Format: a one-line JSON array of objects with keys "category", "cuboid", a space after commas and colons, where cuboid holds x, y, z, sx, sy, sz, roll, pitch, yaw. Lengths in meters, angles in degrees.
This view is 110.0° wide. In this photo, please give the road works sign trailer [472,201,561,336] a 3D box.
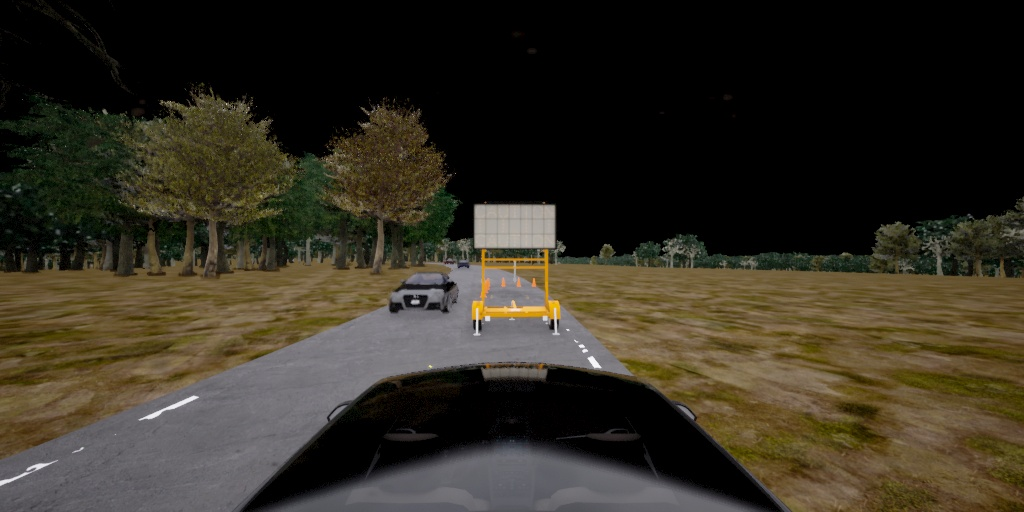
[{"category": "road works sign trailer", "cuboid": [0.079, 0.214, 10.447, 2.380, 3.560, 2.880, 0, 0, -2]}]

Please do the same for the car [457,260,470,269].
[{"category": "car", "cuboid": [-7.646, 1.308, 56.563, 2.033, 1.411, 5.357, 0, 0, -11]}]

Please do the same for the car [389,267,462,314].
[{"category": "car", "cuboid": [-3.186, 1.310, 13.660, 1.994, 1.385, 4.181, 0, 0, -1]}]
